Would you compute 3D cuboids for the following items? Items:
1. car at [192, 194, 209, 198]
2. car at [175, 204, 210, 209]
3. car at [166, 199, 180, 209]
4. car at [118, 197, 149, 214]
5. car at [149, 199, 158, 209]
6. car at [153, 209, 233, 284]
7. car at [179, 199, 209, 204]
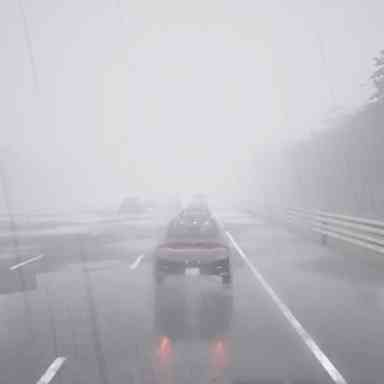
[{"bbox_3d":[1.220,1.303,46.393,2.150,2.045,5.566,0,0,2],"label":"car"},{"bbox_3d":[0.188,1.552,18.504,1.895,1.301,4.718,0,0,1],"label":"car"},{"bbox_3d":[-2.338,1.604,44.699,2.033,1.411,5.357,0,0,2],"label":"car"},{"bbox_3d":[-6.177,1.346,34.829,2.097,1.767,4.553,0,0,2],"label":"car"},{"bbox_3d":[-5.798,1.657,46.056,1.895,1.301,4.718,0,0,2],"label":"car"},{"bbox_3d":[0.036,1.459,9.444,2.128,1.511,4.902,0,0,1],"label":"car"},{"bbox_3d":[0.372,1.505,24.885,2.033,1.411,5.357,0,0,2],"label":"car"}]
